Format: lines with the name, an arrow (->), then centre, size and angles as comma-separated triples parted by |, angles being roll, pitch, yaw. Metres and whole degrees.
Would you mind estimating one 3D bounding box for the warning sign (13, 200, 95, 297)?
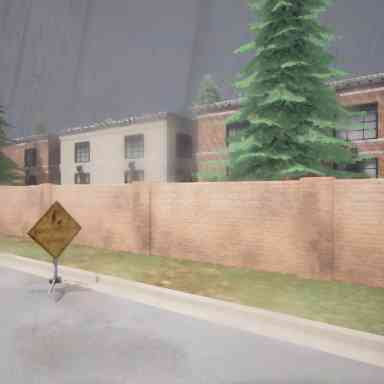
warning sign -> -3.003, 1.115, 7.301 | 1.060, 1.860, 1.300 | 0, 0, 36
